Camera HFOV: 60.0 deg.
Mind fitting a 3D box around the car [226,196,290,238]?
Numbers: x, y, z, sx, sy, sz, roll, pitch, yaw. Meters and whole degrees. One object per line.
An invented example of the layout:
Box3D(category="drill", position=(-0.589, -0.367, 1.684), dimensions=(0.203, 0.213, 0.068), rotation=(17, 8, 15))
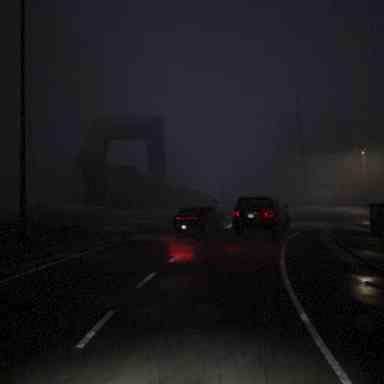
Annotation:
Box3D(category="car", position=(3.864, 1.219, 18.080), dimensions=(2.150, 2.045, 5.566), rotation=(-1, 0, 24))

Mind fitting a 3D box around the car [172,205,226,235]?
Box3D(category="car", position=(0.538, 1.503, 18.986), dimensions=(1.837, 1.490, 4.892), rotation=(-1, 0, 23))
